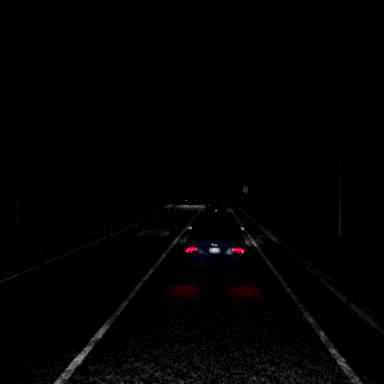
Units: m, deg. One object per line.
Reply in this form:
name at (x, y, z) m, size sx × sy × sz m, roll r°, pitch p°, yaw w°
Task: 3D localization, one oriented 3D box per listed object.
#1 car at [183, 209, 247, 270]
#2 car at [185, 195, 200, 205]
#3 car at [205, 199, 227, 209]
car at (0.785, 1.544, 11.074) m, size 2.033 × 1.411 × 5.357 m, roll 0°, pitch 0°, yaw 5°
car at (0.115, 1.177, 50.382) m, size 1.882 × 1.535 × 5.008 m, roll 0°, pitch 0°, yaw 6°
car at (2.252, 1.355, 30.897) m, size 2.128 × 1.511 × 4.902 m, roll 0°, pitch 0°, yaw 4°
